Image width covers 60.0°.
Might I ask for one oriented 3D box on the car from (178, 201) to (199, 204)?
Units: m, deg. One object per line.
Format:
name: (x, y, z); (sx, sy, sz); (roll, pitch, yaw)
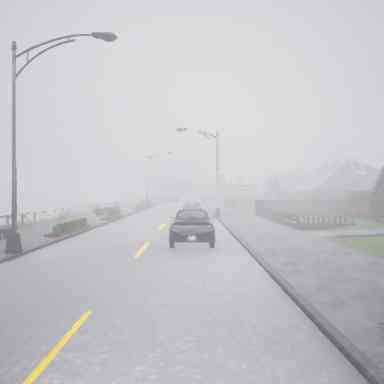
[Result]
car: (0.000, 1.573, 29.650); (1.994, 1.385, 4.181); (0, 0, 0)

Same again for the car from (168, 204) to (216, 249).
car: (0.000, 1.496, 14.650); (2.128, 1.511, 4.902); (0, 0, 0)

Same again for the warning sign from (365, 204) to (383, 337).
warning sign: (3.350, 1.115, 4.651); (1.300, 1.860, 1.060); (0, 0, 0)

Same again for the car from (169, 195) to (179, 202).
car: (-4.000, 1.493, 75.986); (1.837, 1.490, 4.892); (0, 0, 0)
